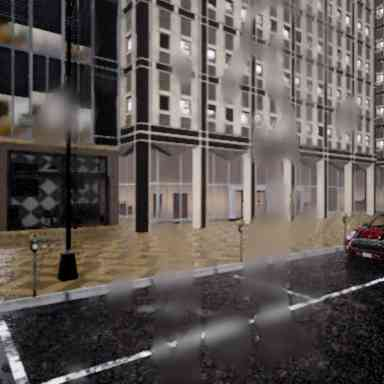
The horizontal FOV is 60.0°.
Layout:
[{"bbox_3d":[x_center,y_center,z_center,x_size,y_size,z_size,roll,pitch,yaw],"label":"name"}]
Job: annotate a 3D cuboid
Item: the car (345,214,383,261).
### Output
[{"bbox_3d":[7.156,1.472,11.658,4.097,1.590,1.967,0,0,-35],"label":"car"}]
